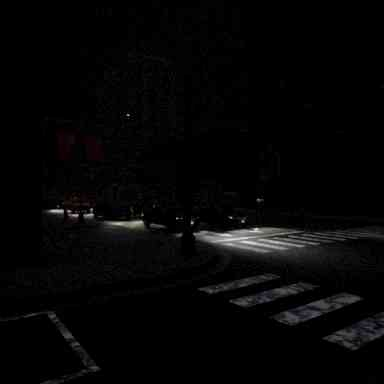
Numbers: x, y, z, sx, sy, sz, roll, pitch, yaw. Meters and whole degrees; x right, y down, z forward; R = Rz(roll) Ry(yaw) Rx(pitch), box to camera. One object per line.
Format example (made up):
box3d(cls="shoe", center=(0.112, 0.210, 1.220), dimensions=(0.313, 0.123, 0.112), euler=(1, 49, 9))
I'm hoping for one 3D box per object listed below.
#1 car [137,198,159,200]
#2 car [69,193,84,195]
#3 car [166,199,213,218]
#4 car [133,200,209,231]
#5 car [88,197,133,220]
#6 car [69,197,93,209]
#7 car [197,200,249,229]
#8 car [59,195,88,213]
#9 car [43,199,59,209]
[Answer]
box3d(cls="car", center=(-3.578, 1.313, 29.243), dimensions=(2.097, 1.767, 4.553), euler=(0, 0, -36))
box3d(cls="car", center=(-20.573, 1.127, 58.734), dimensions=(2.150, 2.045, 5.566), euler=(0, 0, -36))
box3d(cls="car", center=(-0.367, 1.464, 30.686), dimensions=(1.837, 1.490, 4.892), euler=(0, 1, -36))
box3d(cls="car", center=(-1.434, 1.469, 20.704), dimensions=(2.128, 1.511, 4.902), euler=(0, 0, -36))
box3d(cls="car", center=(-6.851, 1.441, 28.227), dimensions=(1.882, 1.535, 5.008), euler=(0, 0, -36))
box3d(cls="car", center=(-15.260, 1.457, 45.541), dimensions=(1.812, 1.442, 4.674), euler=(0, 0, -35))
box3d(cls="car", center=(1.663, 1.500, 21.995), dimensions=(1.812, 1.442, 4.674), euler=(0, 0, -37))
box3d(cls="car", center=(-12.623, 1.426, 36.249), dimensions=(1.882, 1.535, 5.008), euler=(0, 0, -35))
box3d(cls="car", center=(-18.382, 1.535, 44.322), dimensions=(1.895, 1.301, 4.718), euler=(0, 0, -35))
